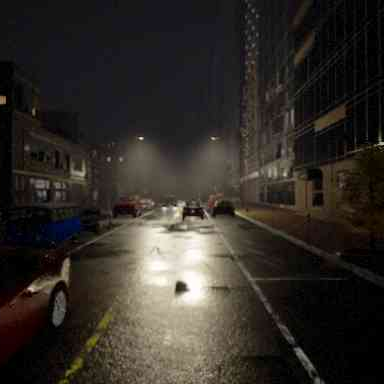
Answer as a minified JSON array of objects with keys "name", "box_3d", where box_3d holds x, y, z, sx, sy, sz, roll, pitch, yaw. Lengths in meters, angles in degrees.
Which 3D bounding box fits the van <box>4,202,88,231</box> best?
[{"name":"van","box_3d":[-5.678,1.325,13.102,1.690,1.788,3.998,1,0,0]}]

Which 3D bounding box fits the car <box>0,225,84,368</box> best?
[{"name":"car","box_3d":[-3.101,1.473,4.005,1.882,1.535,5.008,0,0,0]}]

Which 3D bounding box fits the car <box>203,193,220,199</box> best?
[{"name":"car","box_3d":[2.695,1.273,35.625,2.192,1.841,5.009,1,0,0]}]

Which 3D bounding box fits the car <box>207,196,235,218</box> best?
[{"name":"car","box_3d":[2.695,1.405,29.981,1.967,1.590,4.097,1,0,0]}]

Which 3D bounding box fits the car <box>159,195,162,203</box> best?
[{"name":"car","box_3d":[-5.692,1.490,46.966,1.887,1.381,4.507,1,0,0]}]

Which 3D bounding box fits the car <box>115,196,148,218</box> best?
[{"name":"car","box_3d":[-5.683,1.279,30.035,2.192,1.841,5.009,1,0,0]}]

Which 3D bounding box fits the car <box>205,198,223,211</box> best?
[{"name":"car","box_3d":[2.690,1.518,41.269,1.947,1.339,4.313,1,0,0]}]

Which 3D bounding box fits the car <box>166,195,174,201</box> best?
[{"name":"car","box_3d":[-5.703,1.472,86.475,1.947,1.339,4.313,1,0,0]}]

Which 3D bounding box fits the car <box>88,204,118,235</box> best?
[{"name":"car","box_3d":[-5.684,1.560,18.747,1.802,1.307,4.206,1,0,0]}]

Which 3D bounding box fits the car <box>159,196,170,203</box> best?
[{"name":"car","box_3d":[-5.698,1.488,69.543,1.947,1.339,4.313,1,0,0]}]

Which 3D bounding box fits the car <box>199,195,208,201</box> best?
[{"name":"car","box_3d":[2.662,1.463,80.777,2.008,1.369,4.403,1,0,0]}]

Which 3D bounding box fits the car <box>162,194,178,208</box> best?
[{"name":"car","box_3d":[-3.094,1.449,48.290,1.837,1.490,4.892,0,0,0]}]

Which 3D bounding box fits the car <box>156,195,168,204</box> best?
[{"name":"car","box_3d":[-5.695,1.368,63.899,1.967,1.590,4.097,1,0,0]}]

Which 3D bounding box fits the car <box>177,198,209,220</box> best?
[{"name":"car","box_3d":[0.081,1.514,27.999,2.033,1.411,5.357,0,0,0]}]

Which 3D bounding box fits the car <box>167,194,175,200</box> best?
[{"name":"car","box_3d":[-5.703,1.341,92.119,1.967,1.590,4.097,1,0,0]}]

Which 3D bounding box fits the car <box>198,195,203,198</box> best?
[{"name":"car","box_3d":[0.061,1.459,40.688,1.837,1.490,4.892,0,1,0]}]

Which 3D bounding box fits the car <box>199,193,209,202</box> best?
[{"name":"car","box_3d":[2.692,1.232,75.133,2.192,1.841,5.009,1,0,0]}]

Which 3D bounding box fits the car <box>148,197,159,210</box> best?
[{"name":"car","box_3d":[-5.690,1.502,41.323,2.008,1.369,4.403,1,0,0]}]

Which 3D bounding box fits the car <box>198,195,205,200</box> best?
[{"name":"car","box_3d":[2.642,1.467,92.066,1.947,1.339,4.313,1,0,0]}]

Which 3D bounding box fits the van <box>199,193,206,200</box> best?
[{"name":"van","box_3d":[2.650,1.247,86.422,1.690,1.788,3.998,1,0,0]}]
